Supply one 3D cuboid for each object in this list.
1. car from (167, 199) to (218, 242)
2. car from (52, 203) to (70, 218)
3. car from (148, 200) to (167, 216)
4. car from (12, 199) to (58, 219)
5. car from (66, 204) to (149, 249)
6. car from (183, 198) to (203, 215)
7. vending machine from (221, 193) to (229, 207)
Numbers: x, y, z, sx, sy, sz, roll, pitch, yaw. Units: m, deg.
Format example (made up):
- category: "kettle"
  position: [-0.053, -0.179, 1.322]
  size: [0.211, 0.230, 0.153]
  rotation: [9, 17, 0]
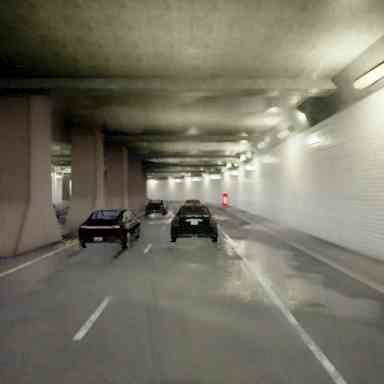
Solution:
- category: "car"
  position: [0.099, 1.353, 16.432]
  size: [2.097, 1.767, 4.553]
  rotation: [0, 0, 0]
- category: "car"
  position: [-10.605, 1.603, 29.611]
  size: [1.895, 1.301, 4.718]
  rotation: [0, 0, 0]
- category: "car"
  position: [-3.403, 1.494, 32.729]
  size: [2.128, 1.511, 4.902]
  rotation: [0, 0, 0]
- category: "car"
  position: [-14.113, 1.479, 30.255]
  size: [1.882, 1.535, 5.008]
  rotation: [0, 0, 0]
- category: "car"
  position: [-3.401, 1.493, 14.505]
  size: [2.128, 1.511, 4.902]
  rotation: [0, 0, 0]
- category: "car"
  position: [0.097, 1.480, 34.392]
  size: [1.882, 1.535, 5.008]
  rotation: [0, 0, 0]
- category: "vending machine"
  position: [5.077, 1.200, 51.645]
  size: [1.100, 2.100, 0.880]
  rotation: [0, 0, -7]
